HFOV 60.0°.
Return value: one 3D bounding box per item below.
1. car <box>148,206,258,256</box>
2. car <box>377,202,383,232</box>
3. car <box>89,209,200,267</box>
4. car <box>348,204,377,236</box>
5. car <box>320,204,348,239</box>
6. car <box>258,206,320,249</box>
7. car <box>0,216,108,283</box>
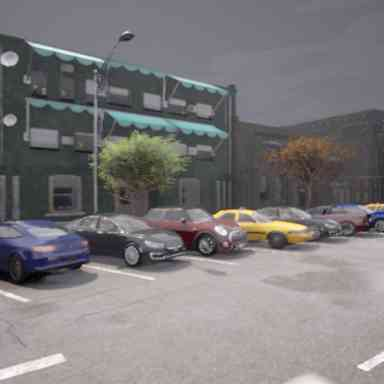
[{"bbox_3d":[-0.090,1.354,13.089,4.553,1.767,2.185,-1,-1,35],"label":"car"},{"bbox_3d":[9.574,1.466,19.923,5.008,1.535,2.097,-1,-1,35],"label":"car"},{"bbox_3d":[-2.479,1.483,11.356,4.892,1.521,2.231,-1,-1,35],"label":"car"},{"bbox_3d":[7.141,1.499,18.225,4.792,1.488,2.163,-1,0,35],"label":"car"},{"bbox_3d":[4.751,1.474,16.497,4.892,1.521,2.231,-1,-1,35],"label":"car"},{"bbox_3d":[2.502,1.470,14.685,5.366,1.575,1.946,-1,-1,35],"label":"car"},{"bbox_3d":[-4.885,1.525,9.637,4.674,1.452,2.002,-1,0,35],"label":"car"}]
